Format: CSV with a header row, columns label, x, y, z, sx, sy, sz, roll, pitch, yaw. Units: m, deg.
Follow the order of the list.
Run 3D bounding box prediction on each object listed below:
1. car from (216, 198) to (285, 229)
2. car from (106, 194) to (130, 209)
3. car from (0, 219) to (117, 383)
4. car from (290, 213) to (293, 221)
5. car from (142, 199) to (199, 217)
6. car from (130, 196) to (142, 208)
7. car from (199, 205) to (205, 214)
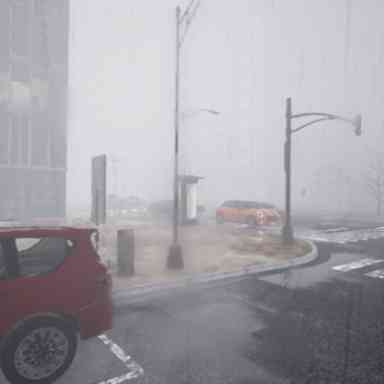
label,x,y,z,sx,sy,sz,roll,pitch,yaw
car,3.619,1.331,21.905,2.097,1.767,4.553,1,0,-36
car,-9.670,1.051,39.843,2.097,1.767,4.553,1,0,-36
car,-3.351,1.308,3.792,5.009,1.841,2.192,1,0,-36
car,5.279,1.506,25.166,1.837,1.490,4.892,1,0,-37
car,-2.013,1.408,29.525,2.033,1.411,5.357,1,0,-36
car,-7.468,1.258,42.328,1.812,1.442,4.674,1,0,-36
car,-0.930,1.418,33.520,2.033,1.411,5.357,1,0,-36
